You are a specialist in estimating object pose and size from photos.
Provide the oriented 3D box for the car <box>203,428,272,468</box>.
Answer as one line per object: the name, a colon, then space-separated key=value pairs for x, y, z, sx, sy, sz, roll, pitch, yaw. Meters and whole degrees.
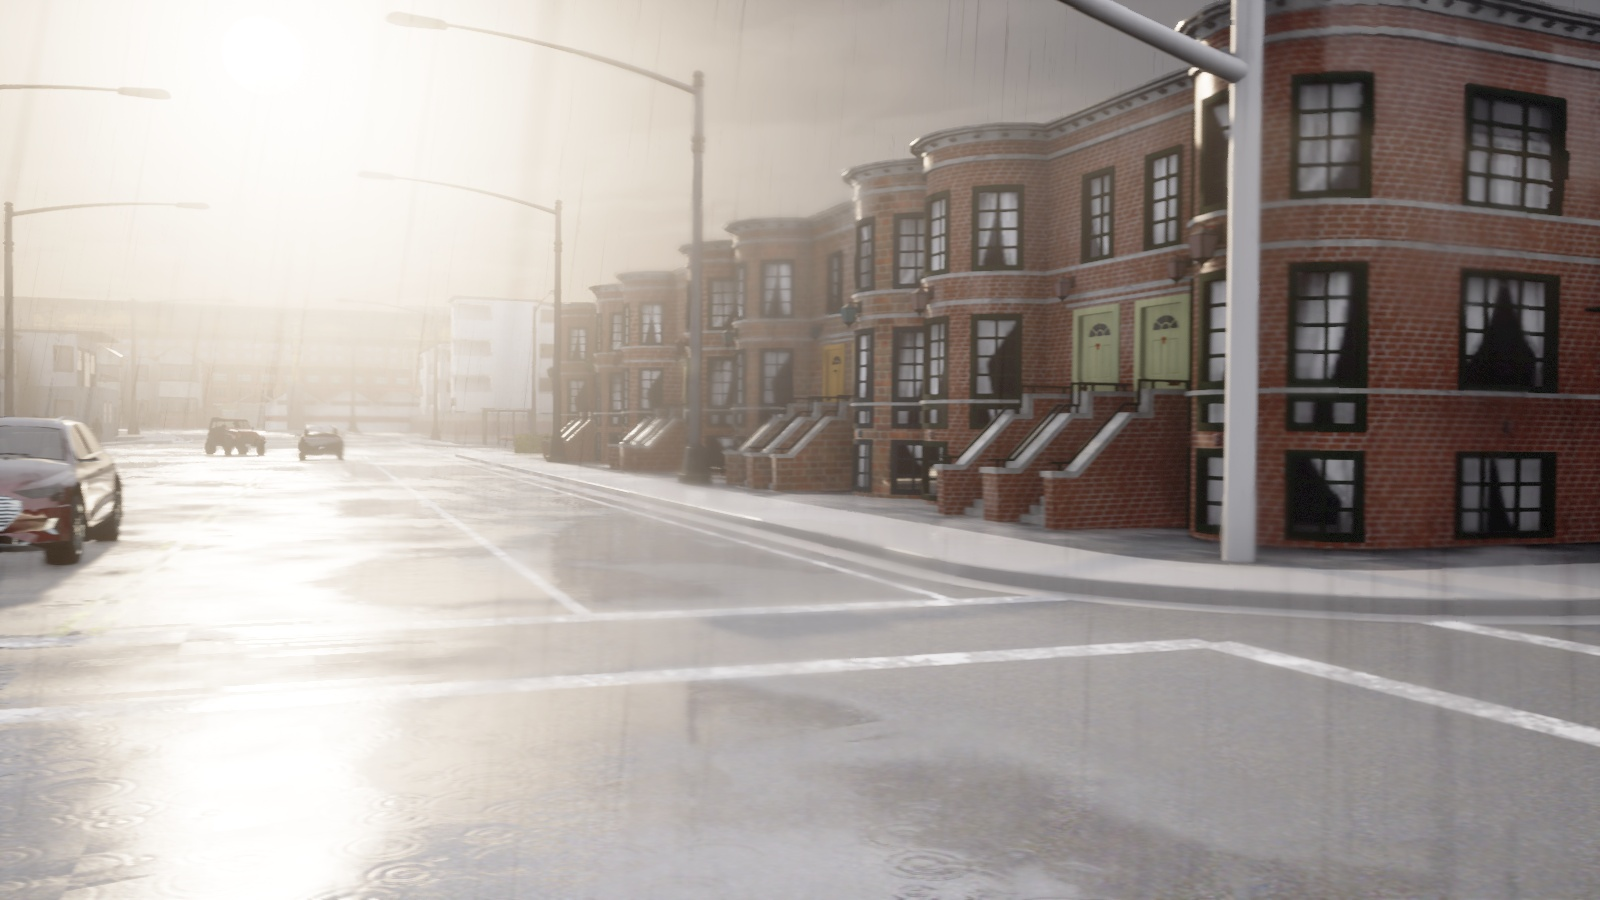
car: x=-27.835 y=-0.099 z=62.070 sx=1.905 sy=1.878 sz=3.866 roll=-1 pitch=1 yaw=-44

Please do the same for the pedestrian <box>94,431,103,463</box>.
pedestrian: x=-41.166 y=-0.171 z=73.702 sx=0.431 sy=1.840 sz=0.703 roll=-1 pitch=1 yaw=-26

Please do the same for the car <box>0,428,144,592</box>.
car: x=-9.207 y=0.587 z=14.818 sx=2.033 sy=1.649 sz=4.856 roll=-1 pitch=1 yaw=-21

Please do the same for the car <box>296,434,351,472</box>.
car: x=-20.685 y=0.091 z=54.513 sx=2.128 sy=1.511 sz=4.902 roll=-1 pitch=1 yaw=-21
